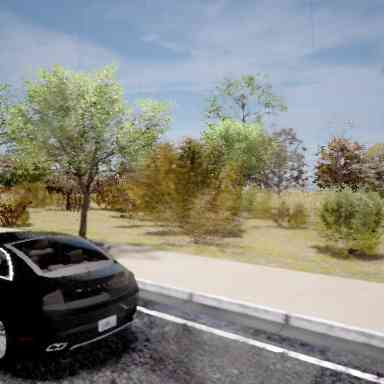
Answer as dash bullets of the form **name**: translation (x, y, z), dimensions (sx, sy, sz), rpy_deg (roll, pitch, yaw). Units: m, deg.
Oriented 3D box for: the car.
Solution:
- **car**: translation (-3.073, 1.440, 5.754), dimensions (4.892, 1.490, 1.837), rpy_deg (1, 0, 36)
